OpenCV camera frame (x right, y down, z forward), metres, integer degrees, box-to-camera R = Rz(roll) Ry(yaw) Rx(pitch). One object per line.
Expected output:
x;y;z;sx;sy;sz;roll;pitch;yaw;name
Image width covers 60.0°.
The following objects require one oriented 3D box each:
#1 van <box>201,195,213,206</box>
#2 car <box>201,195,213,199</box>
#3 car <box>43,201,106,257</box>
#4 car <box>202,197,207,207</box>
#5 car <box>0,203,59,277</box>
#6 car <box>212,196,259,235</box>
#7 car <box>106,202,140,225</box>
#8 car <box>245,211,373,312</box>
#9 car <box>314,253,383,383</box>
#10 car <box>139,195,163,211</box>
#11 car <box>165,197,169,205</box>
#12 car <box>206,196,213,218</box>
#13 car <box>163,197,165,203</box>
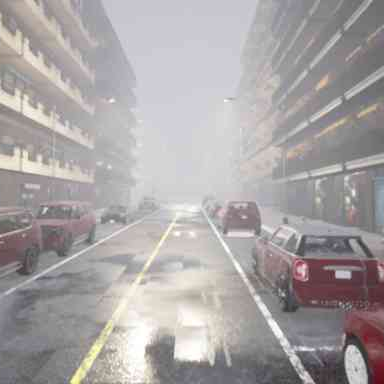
2.559;1.425;57.429;1.690;1.788;3.998;1;0;0;van
2.559;1.382;51.898;2.192;1.841;5.009;1;0;0;car
-5.289;1.318;13.238;2.192;1.841;5.009;1;0;0;car
2.553;1.620;40.834;1.802;1.307;4.206;1;0;0;car
-5.290;1.316;7.708;2.192;1.841;5.009;1;0;0;car
2.557;1.321;18.709;2.192;1.841;5.009;1;0;0;car
-5.295;1.577;24.301;1.947;1.339;4.313;1;0;0;car
2.595;1.442;7.647;1.967;1.590;4.097;1;0;0;car
2.584;1.545;2.115;1.887;1.381;4.507;1;0;0;car
-5.287;1.354;40.891;2.192;1.841;5.009;1;0;0;car
-5.292;1.684;63.015;1.802;1.307;4.206;1;0;0;car
2.555;1.459;29.772;1.967;1.590;4.097;1;0;0;car
-5.293;1.596;46.422;1.887;1.381;4.507;1;0;0;car
